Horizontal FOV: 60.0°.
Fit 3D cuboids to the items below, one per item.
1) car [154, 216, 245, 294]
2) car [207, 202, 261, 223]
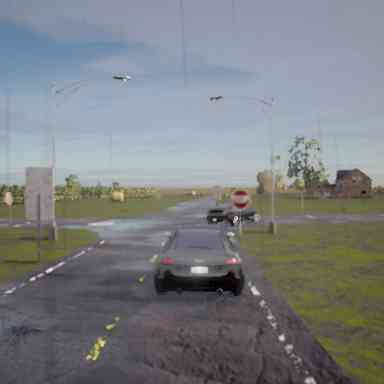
[{"bbox_3d":[0.184,1.549,8.753,1.994,1.385,4.181,0,0,1],"label":"car"},{"bbox_3d":[2.959,1.456,22.763,1.837,1.490,4.892,-4,-2,39],"label":"car"}]
